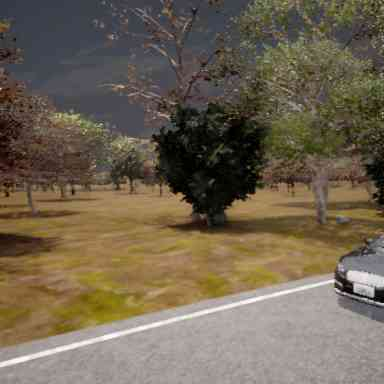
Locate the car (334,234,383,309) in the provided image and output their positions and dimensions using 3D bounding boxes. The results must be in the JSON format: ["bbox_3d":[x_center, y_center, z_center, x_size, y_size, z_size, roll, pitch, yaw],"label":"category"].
[{"bbox_3d":[5.109,1.454,7.125,4.902,1.511,2.128,0,1,-31],"label":"car"}]
